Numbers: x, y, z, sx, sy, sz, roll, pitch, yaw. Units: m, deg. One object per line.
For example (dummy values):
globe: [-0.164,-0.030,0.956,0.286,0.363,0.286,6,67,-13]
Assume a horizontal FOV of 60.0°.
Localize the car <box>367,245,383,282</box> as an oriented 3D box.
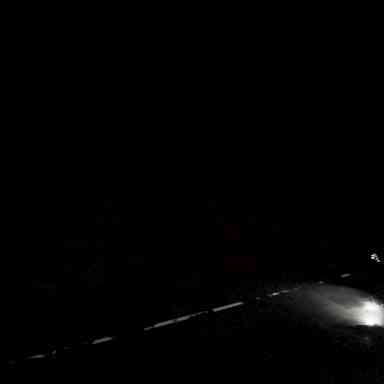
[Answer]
car: [6.402,1.527,8.569,4.674,1.442,1.812,0,0,-36]
